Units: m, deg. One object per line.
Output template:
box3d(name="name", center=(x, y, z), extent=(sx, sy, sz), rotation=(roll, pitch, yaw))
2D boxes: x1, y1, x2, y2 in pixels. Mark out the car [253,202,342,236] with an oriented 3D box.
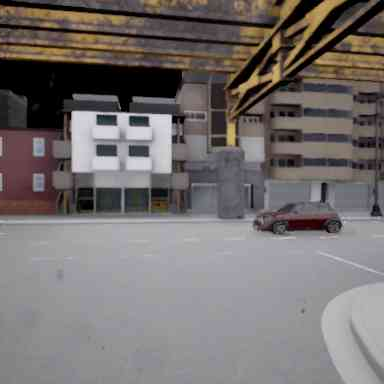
box3d(name="car", center=(5.639, 1.330, 18.086), extent=(4.553, 1.767, 2.097), rotation=(0, 0, -9))
